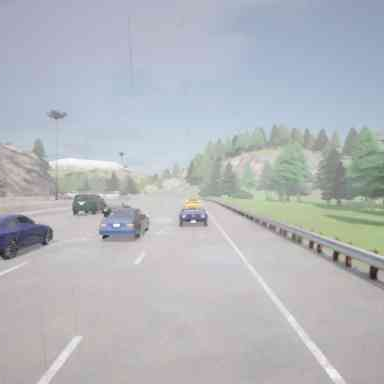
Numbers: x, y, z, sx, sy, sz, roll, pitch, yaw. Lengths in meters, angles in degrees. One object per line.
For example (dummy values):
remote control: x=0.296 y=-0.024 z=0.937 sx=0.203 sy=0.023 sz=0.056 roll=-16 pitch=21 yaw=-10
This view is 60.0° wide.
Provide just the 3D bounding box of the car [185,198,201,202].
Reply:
car: x=0.082 y=1.479 z=41.551 sx=1.882 sy=1.535 sz=5.008 roll=0 pitch=0 yaw=0

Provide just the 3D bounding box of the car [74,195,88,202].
car: x=-24.809 y=1.502 z=74.644 sx=1.837 sy=1.490 sz=4.892 roll=0 pitch=0 yaw=-3

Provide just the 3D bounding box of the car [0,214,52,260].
car: x=-6.906 y=1.526 z=12.380 sx=1.812 sy=1.442 sz=4.674 roll=0 pitch=0 yaw=0

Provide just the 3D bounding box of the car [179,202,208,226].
car: x=0.090 y=1.602 z=23.572 sx=1.895 sy=1.301 sz=4.718 roll=0 pitch=0 yaw=0

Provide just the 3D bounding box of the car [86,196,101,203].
car: x=-21.191 y=1.598 z=71.921 sx=1.895 sy=1.301 sz=4.718 roll=0 pitch=0 yaw=-2

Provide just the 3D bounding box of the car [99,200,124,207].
car: x=-6.914 y=1.602 z=31.129 sx=1.895 sy=1.301 sz=4.718 roll=0 pitch=0 yaw=0

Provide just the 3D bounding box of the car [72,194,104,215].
car: x=-10.415 y=1.223 z=34.018 sx=2.150 sy=2.045 sz=5.566 roll=0 pitch=0 yaw=0

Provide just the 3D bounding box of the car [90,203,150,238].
car: x=-3.407 y=1.548 z=17.520 sx=2.033 sy=1.411 sz=5.357 roll=0 pitch=0 yaw=0
